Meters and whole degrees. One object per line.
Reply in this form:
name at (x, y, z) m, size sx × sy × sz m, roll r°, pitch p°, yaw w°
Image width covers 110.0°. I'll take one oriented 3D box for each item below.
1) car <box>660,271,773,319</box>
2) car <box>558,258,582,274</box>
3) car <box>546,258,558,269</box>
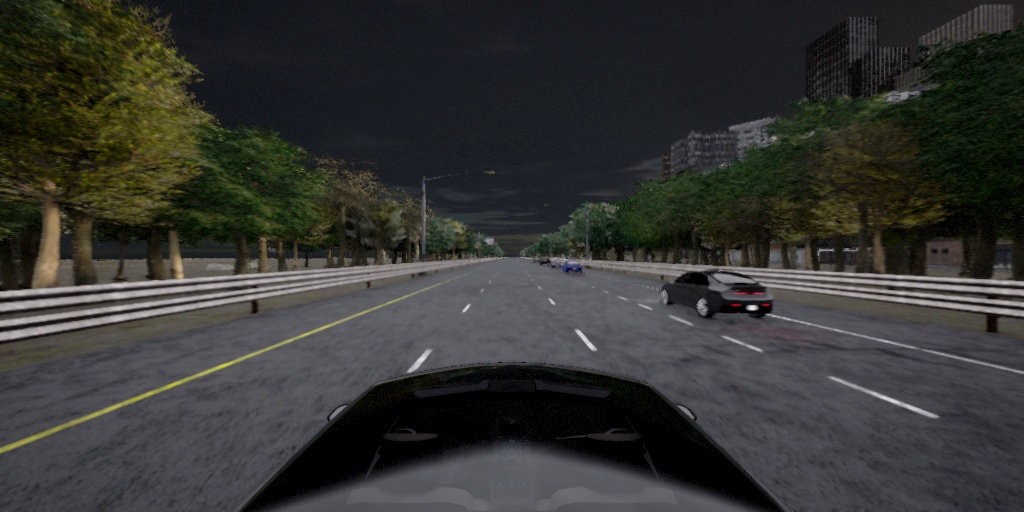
car at (7.002, 1.262, 12.873) m, size 1.837 × 1.490 × 4.892 m, roll 0°, pitch 0°, yaw 0°
car at (7.061, 1.269, 42.767) m, size 1.882 × 1.535 × 5.008 m, roll 0°, pitch 0°, yaw 0°
car at (7.130, 1.409, 58.823) m, size 1.895 × 1.301 × 4.718 m, roll 0°, pitch 0°, yaw 0°
